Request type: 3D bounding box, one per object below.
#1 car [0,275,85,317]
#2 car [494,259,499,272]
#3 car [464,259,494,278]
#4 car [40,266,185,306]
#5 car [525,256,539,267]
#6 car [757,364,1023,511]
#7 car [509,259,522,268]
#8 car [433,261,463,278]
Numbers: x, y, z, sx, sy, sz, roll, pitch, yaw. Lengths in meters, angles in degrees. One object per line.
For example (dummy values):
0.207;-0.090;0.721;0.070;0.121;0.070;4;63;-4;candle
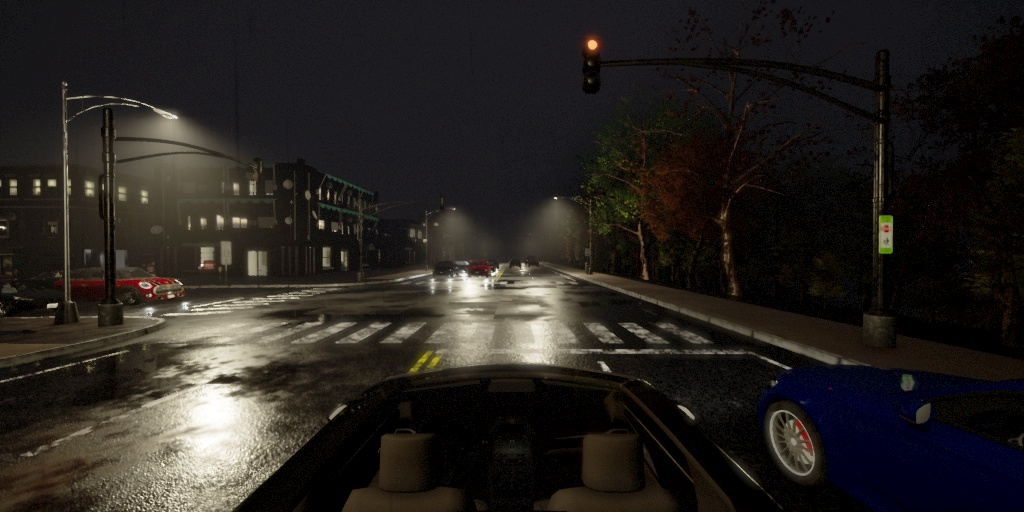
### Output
-19.854;1.565;13.822;4.313;1.339;1.948;0;0;1;car
-2.994;1.261;44.641;1.812;1.442;4.674;0;0;1;car
-3.074;1.217;34.580;1.882;1.535;5.008;0;0;1;car
-17.996;1.304;16.538;4.553;1.767;2.097;-1;1;0;car
3.853;1.204;64.701;1.882;1.535;5.008;0;0;1;car
3.355;1.276;1.635;1.812;1.442;4.674;0;0;1;car
0.564;1.233;59.902;1.837;1.490;4.892;0;0;0;car
-6.330;1.217;34.738;1.882;1.535;5.008;0;0;1;car
